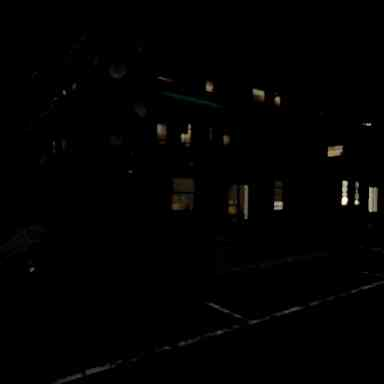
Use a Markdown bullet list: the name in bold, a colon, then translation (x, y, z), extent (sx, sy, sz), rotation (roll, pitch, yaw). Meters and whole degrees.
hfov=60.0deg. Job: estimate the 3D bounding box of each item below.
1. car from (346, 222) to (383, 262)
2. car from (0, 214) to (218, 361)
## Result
- **car**: translation (7.143, 1.716, 11.650), extent (4.206, 1.307, 1.802), rotation (1, 0, -36)
- **car**: translation (-1.859, 1.331, 5.222), extent (5.009, 1.841, 2.192), rotation (1, 0, -36)
